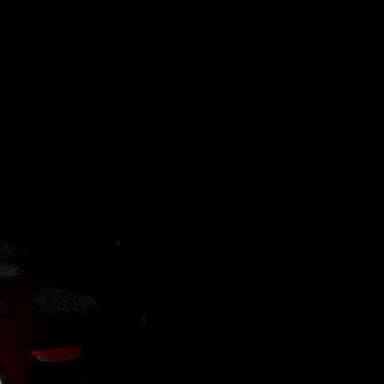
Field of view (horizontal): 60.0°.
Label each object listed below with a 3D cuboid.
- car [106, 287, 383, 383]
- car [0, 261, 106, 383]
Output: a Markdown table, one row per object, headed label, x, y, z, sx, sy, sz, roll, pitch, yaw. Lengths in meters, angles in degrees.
| label | x | y | z | sx | sy | sz | roll | pitch | yaw |
| --- | --- | --- | --- | --- | --- | --- | --- | --- | --- |
| car | 2.217 | 1.301 | 1.278 | 5.009 | 1.841 | 2.192 | -1 | -1 | 35 |
| car | -2.401 | 1.637 | 4.568 | 4.206 | 1.307 | 1.802 | -1 | -1 | 35 |
